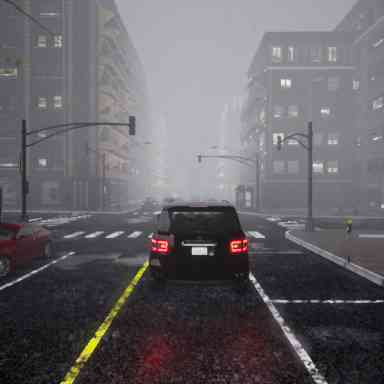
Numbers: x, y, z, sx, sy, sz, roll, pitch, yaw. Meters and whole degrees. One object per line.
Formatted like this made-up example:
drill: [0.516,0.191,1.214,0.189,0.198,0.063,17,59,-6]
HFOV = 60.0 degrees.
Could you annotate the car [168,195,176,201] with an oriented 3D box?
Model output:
car: [-4.932,1.525,81.650,1.752,1.417,4.829,0,0,1]

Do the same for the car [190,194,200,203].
car: [0.695,1.354,72.850,2.097,1.767,4.553,0,0,1]

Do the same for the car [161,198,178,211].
car: [-2.720,1.524,41.375,1.812,1.442,4.674,0,0,1]

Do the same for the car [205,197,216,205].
car: [3.237,1.543,59.181,1.887,1.381,4.507,0,0,1]

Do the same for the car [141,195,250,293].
car: [0.168,1.221,9.026,2.150,2.045,5.566,0,0,1]

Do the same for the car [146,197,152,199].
car: [-5.304,1.438,42.351,1.967,1.590,4.097,0,0,1]

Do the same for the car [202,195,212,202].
car: [3.396,1.440,76.097,1.967,1.590,4.097,0,0,1]

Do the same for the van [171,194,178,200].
van: [-4.824,1.340,93.098,1.690,1.788,3.998,0,0,1]

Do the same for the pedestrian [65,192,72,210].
pedestrian: [-12.408,0.902,33.411,0.375,1.860,0.375,0,-1,0]

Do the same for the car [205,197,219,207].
car: [3.183,1.549,53.543,2.008,1.369,4.403,0,0,1]

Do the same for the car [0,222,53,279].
car: [-5.610,1.581,9.942,1.802,1.307,4.206,0,0,1]

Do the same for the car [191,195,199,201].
car: [0.773,1.477,82.626,1.882,1.535,5.008,0,0,1]

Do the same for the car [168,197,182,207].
car: [-2.617,1.562,51.478,1.994,1.385,4.181,0,0,1]
